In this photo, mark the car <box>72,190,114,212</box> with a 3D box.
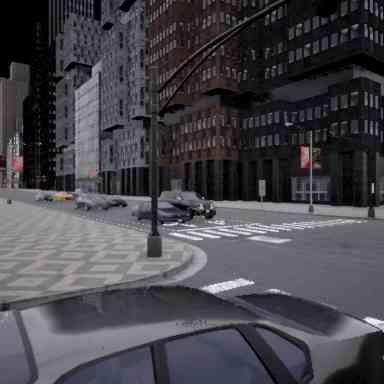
[{"bbox_3d":[-9.824,0.924,32.629,2.097,1.767,4.553,0,1,-36],"label":"car"}]

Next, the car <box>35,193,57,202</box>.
[{"bbox_3d":[-22.338,0.817,50.094,1.994,1.385,4.181,0,1,-35],"label":"car"}]

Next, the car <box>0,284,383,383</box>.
[{"bbox_3d":[-0.651,1.548,2.403,5.357,1.411,2.033,0,0,-33],"label":"car"}]

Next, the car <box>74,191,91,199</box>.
[{"bbox_3d":[-21.928,0.563,66.374,1.812,1.442,4.674,0,1,-36],"label":"car"}]

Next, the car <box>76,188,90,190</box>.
[{"bbox_3d":[-18.784,0.418,56.475,2.150,2.045,5.566,0,1,-36],"label":"car"}]

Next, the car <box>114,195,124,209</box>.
[{"bbox_3d":[-8.991,1.071,37.023,2.033,1.411,5.357,0,1,-36],"label":"car"}]

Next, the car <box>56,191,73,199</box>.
[{"bbox_3d":[-24.997,0.532,65.071,1.837,1.490,4.892,0,1,-36],"label":"car"}]

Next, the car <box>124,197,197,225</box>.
[{"bbox_3d":[-2.256,1.302,22.150,2.033,1.411,5.357,0,1,-36],"label":"car"}]

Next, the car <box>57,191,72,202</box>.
[{"bbox_3d":[-20.412,0.718,53.002,1.882,1.535,5.008,0,1,-36],"label":"car"}]

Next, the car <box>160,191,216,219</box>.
[{"bbox_3d":[-0.525,0.950,25.289,2.150,2.045,5.566,0,1,-36],"label":"car"}]
